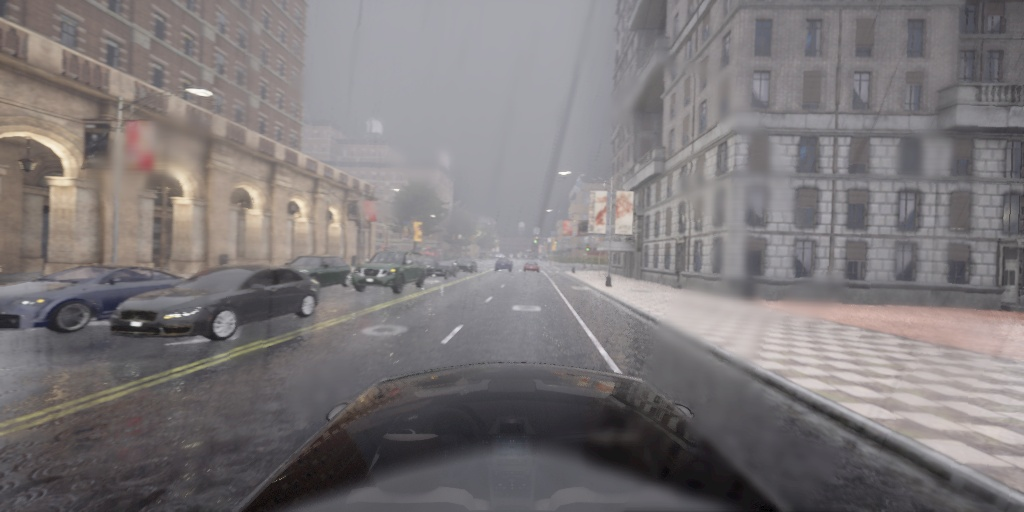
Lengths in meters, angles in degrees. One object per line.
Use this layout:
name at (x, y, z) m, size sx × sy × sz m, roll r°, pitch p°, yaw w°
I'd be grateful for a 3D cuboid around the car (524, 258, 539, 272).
car at (2.586, 1.387, 47.180) m, size 1.994 × 1.385 × 4.181 m, roll 2°, pitch 0°, yaw 5°

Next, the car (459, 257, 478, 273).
car at (-5.032, 0.899, 38.869) m, size 2.097 × 1.767 × 4.553 m, roll 2°, pitch 0°, yaw 3°

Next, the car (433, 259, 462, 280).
car at (-5.631, 1.130, 28.687) m, size 1.895 × 1.301 × 4.718 m, roll 2°, pitch 0°, yaw 4°

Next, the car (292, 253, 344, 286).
car at (-9.790, 0.734, 17.587) m, size 2.097 × 1.767 × 4.553 m, roll 2°, pitch 0°, yaw 3°

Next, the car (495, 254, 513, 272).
car at (-1.005, 1.043, 46.593) m, size 2.097 × 1.767 × 4.553 m, roll 2°, pitch 0°, yaw 3°

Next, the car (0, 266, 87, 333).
car at (-10.311, 0.931, 9.016) m, size 1.994 × 1.385 × 4.181 m, roll 2°, pitch 0°, yaw 3°

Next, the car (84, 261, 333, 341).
car at (-6.807, 1.001, 9.014) m, size 1.837 × 1.490 × 4.892 m, roll 2°, pitch 0°, yaw 2°

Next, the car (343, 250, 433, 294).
car at (-6.203, 0.735, 18.859) m, size 2.150 × 2.045 × 5.566 m, roll 2°, pitch 0°, yaw 4°
